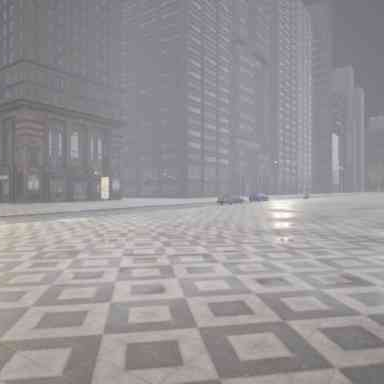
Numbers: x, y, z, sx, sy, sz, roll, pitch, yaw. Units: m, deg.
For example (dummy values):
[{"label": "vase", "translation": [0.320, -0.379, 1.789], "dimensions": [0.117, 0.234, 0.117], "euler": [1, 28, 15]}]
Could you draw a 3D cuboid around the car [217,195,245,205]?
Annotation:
[{"label": "car", "translation": [5.544, 1.064, 47.133], "dimensions": [2.033, 1.411, 5.357], "euler": [0, 1, 36]}]

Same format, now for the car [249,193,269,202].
[{"label": "car", "translation": [11.160, 0.906, 55.108], "dimensions": [1.882, 1.535, 5.008], "euler": [0, 1, 35]}]
